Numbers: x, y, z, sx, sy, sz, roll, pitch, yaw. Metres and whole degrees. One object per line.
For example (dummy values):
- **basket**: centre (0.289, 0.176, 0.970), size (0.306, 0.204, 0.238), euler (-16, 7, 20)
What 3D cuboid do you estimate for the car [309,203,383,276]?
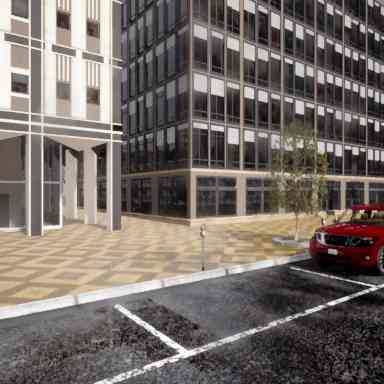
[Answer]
- **car**: centre (5.885, 1.314, 10.588), size (5.009, 1.841, 2.192), euler (0, 0, -36)
